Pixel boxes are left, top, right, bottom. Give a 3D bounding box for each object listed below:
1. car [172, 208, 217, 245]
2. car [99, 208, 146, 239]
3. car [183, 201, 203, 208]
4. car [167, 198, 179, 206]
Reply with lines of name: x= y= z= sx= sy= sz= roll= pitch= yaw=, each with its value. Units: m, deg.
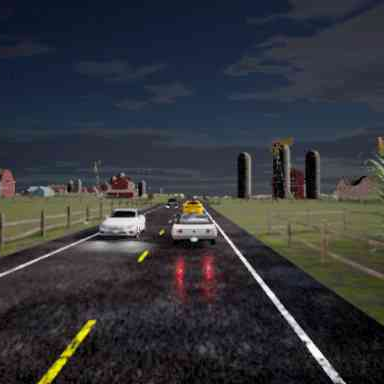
car: x=0.100 y=1.675 z=15.957 sx=1.895 sy=1.301 sz=4.718 roll=0 pitch=0 yaw=0
car: x=-3.596 y=1.610 z=18.048 sx=1.812 sy=1.442 sz=4.674 roll=0 pitch=0 yaw=0
car: x=0.100 y=1.649 z=34.346 sx=1.882 sy=1.535 sz=5.008 roll=0 pitch=0 yaw=0
car: x=-3.512 y=1.855 z=60.409 sx=1.812 sy=1.442 sz=4.674 roll=0 pitch=0 yaw=1
